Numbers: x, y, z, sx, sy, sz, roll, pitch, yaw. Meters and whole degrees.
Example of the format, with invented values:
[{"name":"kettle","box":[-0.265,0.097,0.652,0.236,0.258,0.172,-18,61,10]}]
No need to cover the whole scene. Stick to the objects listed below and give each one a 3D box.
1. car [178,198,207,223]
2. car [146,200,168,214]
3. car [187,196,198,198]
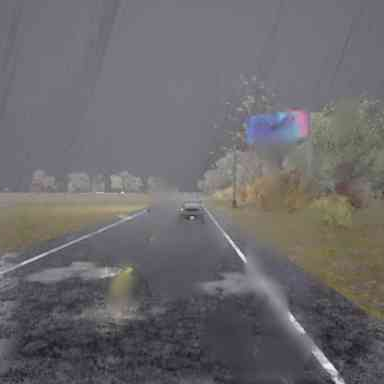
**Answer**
[{"name":"car","box":[0.031,1.462,24.816,1.837,1.490,4.892,0,1,0]},{"name":"car","box":[-3.557,1.502,34.855,1.994,1.385,4.181,0,0,0]},{"name":"car","box":[0.051,1.271,44.212,2.097,1.767,4.553,0,0,0]}]
